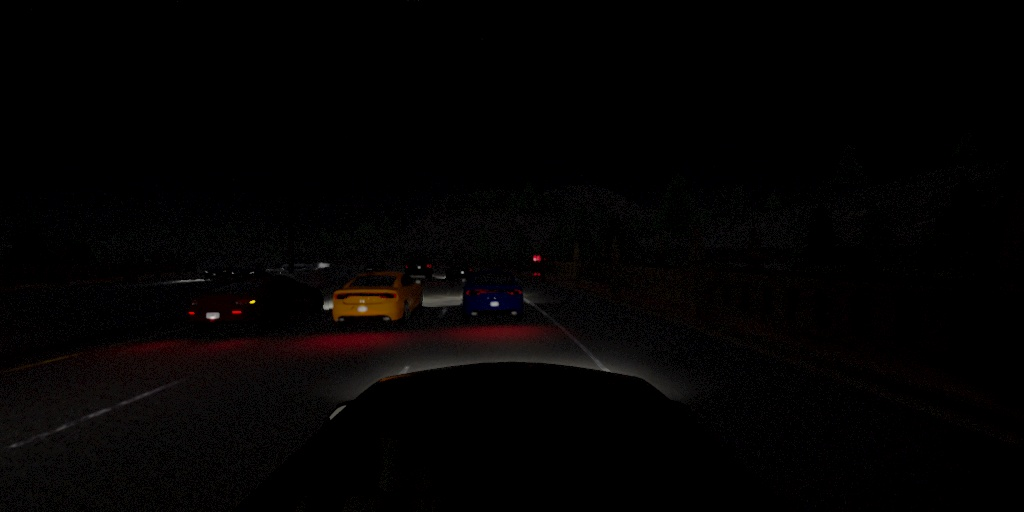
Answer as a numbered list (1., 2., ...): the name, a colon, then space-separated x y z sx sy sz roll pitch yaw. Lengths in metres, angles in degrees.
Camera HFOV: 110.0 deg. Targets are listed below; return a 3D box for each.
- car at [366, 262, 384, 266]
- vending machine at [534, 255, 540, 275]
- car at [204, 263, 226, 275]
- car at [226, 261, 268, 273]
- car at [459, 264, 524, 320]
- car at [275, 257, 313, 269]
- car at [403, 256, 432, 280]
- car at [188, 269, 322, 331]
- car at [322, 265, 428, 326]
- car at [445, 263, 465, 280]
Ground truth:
1. car: -12.244 1.310 32.186 2.128 1.511 4.902 0 0 -18
2. vending machine: 2.652 0.923 34.759 1.100 2.100 0.880 0 0 -17
3. car: -28.806 1.472 35.639 1.812 1.442 4.674 0 0 -25
4. car: -23.652 1.424 32.388 1.812 1.442 4.674 0 0 -22
5. car: -0.763 1.224 12.722 1.882 1.535 5.008 0 0 -6
6. car: -20.856 1.107 34.857 2.150 2.045 5.566 0 -1 -22
7. car: -8.183 1.012 31.079 2.150 2.045 5.566 0 0 -17
8. car: -7.613 1.303 11.131 1.812 1.442 4.674 0 0 -6
9. car: -4.174 1.239 11.858 1.882 1.535 5.008 0 0 -6
10. car: -4.653 1.334 31.334 1.994 1.385 4.181 0 0 -17
